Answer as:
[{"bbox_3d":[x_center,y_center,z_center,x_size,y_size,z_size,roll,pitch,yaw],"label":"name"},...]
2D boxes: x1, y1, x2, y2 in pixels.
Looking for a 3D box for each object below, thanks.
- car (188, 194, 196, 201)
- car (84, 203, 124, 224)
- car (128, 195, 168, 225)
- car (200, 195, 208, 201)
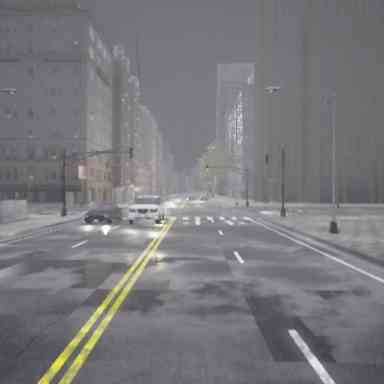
[{"bbox_3d":[-0.010,1.671,87.035,2.128,1.511,4.902,0,0,0],"label":"car"},{"bbox_3d":[-6.517,1.579,25.266,2.033,1.411,5.357,0,0,0],"label":"car"},{"bbox_3d":[-3.271,1.261,24.840,2.150,2.045,5.566,0,0,0],"label":"car"},{"bbox_3d":[3.240,1.678,87.452,1.812,1.442,4.674,0,0,0],"label":"car"}]
